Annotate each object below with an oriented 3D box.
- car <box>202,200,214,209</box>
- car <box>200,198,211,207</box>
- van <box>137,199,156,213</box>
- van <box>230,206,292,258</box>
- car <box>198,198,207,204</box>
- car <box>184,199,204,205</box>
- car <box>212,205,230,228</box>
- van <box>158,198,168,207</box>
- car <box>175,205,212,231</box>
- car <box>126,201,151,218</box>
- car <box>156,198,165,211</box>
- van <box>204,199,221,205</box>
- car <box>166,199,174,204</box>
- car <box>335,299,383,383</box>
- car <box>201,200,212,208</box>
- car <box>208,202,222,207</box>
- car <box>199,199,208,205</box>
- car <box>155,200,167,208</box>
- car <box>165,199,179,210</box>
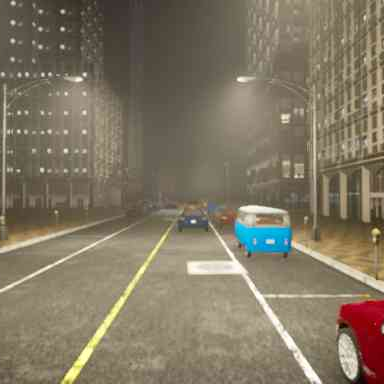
[{"bbox_3d":[2.653,2.111,55.926,1.752,1.417,4.829,1,-1,0],"label":"car"},{"bbox_3d":[2.645,2.124,66.384,1.967,1.590,4.097,1,-1,0],"label":"car"},{"bbox_3d":[-5.714,1.771,39.818,1.690,1.788,3.998,1,-1,0],"label":"van"},{"bbox_3d":[2.688,1.490,13.246,1.690,1.788,3.998,0,-1,0],"label":"van"},{"bbox_3d":[2.739,2.424,87.635,2.008,1.369,4.403,1,0,0],"label":"car"},{"bbox_3d":[0.066,1.796,41.148,2.097,1.767,4.553,0,-1,0],"label":"car"},{"bbox_3d":[2.677,1.848,23.872,1.802,1.307,4.206,1,-1,0],"label":"car"},{"bbox_3d":[-5.734,2.025,66.382,1.690,1.788,3.998,1,-1,0],"label":"van"},{"bbox_3d":[0.081,1.816,22.571,1.994,1.385,4.181,0,-1,0],"label":"car"},{"bbox_3d":[-5.712,1.922,34.503,1.887,1.381,4.507,1,-1,0],"label":"car"},{"bbox_3d":[-5.724,2.084,50.440,2.008,1.369,4.403,1,-1,0],"label":"car"},{"bbox_3d":[2.667,1.771,39.816,1.690,1.788,3.998,1,-1,0],"label":"van"},{"bbox_3d":[-5.865,2.456,87.628,1.802,1.307,4.206,1,0,0],"label":"car"},{"bbox_3d":[2.694,1.575,2.547,1.887,1.381,4.507,0,-1,0],"label":"car"},{"bbox_3d":[2.649,2.178,61.070,1.887,1.381,4.507,1,-1,0],"label":"car"},{"bbox_3d":[2.673,1.848,29.355,1.752,1.417,4.829,1,-1,0],"label":"car"},{"bbox_3d":[2.636,2.325,77.010,1.887,1.381,4.507,1,0,0],"label":"car"},{"bbox_3d":[-5.732,2.216,61.066,1.802,1.307,4.206,1,-1,0],"label":"car"},{"bbox_3d":[-3.118,2.157,52.861,1.895,1.301,4.718,0,-1,0],"label":"car"}]
